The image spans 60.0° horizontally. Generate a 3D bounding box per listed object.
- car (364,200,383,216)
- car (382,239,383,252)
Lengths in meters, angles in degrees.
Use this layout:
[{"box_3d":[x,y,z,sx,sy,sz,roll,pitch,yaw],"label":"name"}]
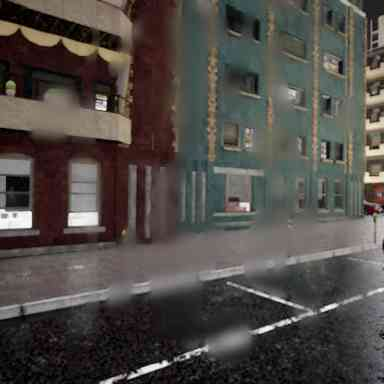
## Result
[{"box_3d":[15.511,1.371,32.106,2.192,1.841,5.009,1,-1,-36],"label":"car"},{"box_3d":[8.682,1.644,12.243,4.206,1.307,1.802,0,1,-35],"label":"car"}]
